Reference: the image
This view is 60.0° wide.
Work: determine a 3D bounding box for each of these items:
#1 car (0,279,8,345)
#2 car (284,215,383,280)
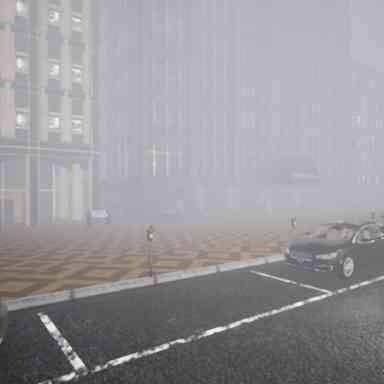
[{"bbox_3d":[-4.407,1.553,3.411,4.403,1.369,2.008,0,0,-36],"label":"car"},{"bbox_3d":[4.567,1.538,9.850,4.403,1.369,2.008,0,0,-36],"label":"car"}]
